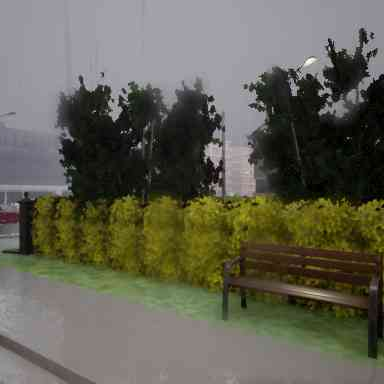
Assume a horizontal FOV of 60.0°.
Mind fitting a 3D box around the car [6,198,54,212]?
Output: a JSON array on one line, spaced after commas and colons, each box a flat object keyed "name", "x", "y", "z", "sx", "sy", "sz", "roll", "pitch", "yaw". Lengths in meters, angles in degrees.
[{"name": "car", "x": -18.543, "y": 1.477, "z": 38.297, "sx": 1.812, "sy": 1.442, "sz": 4.674, "roll": 0, "pitch": 0, "yaw": 33}]

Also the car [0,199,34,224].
[{"name": "car", "x": -12.656, "y": 1.470, "z": 21.950, "sx": 1.882, "sy": 1.535, "sz": 5.008, "roll": 0, "pitch": 0, "yaw": 35}]
